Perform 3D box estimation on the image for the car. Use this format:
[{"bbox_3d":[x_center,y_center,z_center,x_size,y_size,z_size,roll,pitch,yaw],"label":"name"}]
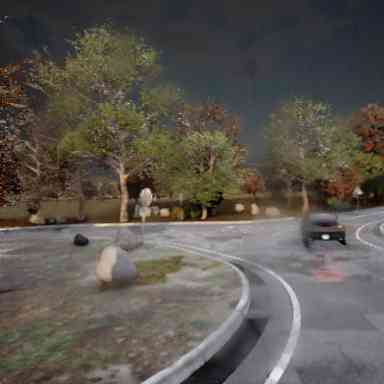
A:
[{"bbox_3d":[6.488,1.698,16.674,1.837,1.490,4.892,-3,-1,17],"label":"car"}]
